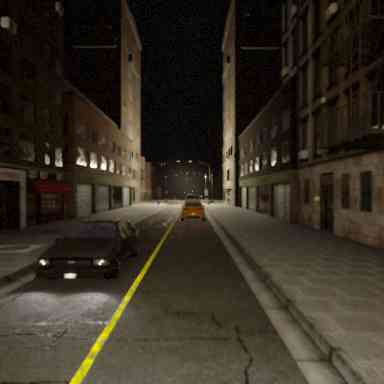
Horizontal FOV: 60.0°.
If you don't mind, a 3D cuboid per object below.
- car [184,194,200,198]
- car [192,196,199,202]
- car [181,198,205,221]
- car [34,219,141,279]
[{"bbox_3d":[0.091,1.298,43.684,2.150,2.045,5.566,0,0,0],"label":"car"},{"bbox_3d":[0.932,1.769,88.070,1.752,1.417,4.829,0,0,0],"label":"car"},{"bbox_3d":[0.093,1.515,27.858,1.882,1.535,5.008,0,0,0],"label":"car"},{"bbox_3d":[-2.797,1.557,10.341,2.033,1.411,5.357,0,0,0],"label":"car"}]
